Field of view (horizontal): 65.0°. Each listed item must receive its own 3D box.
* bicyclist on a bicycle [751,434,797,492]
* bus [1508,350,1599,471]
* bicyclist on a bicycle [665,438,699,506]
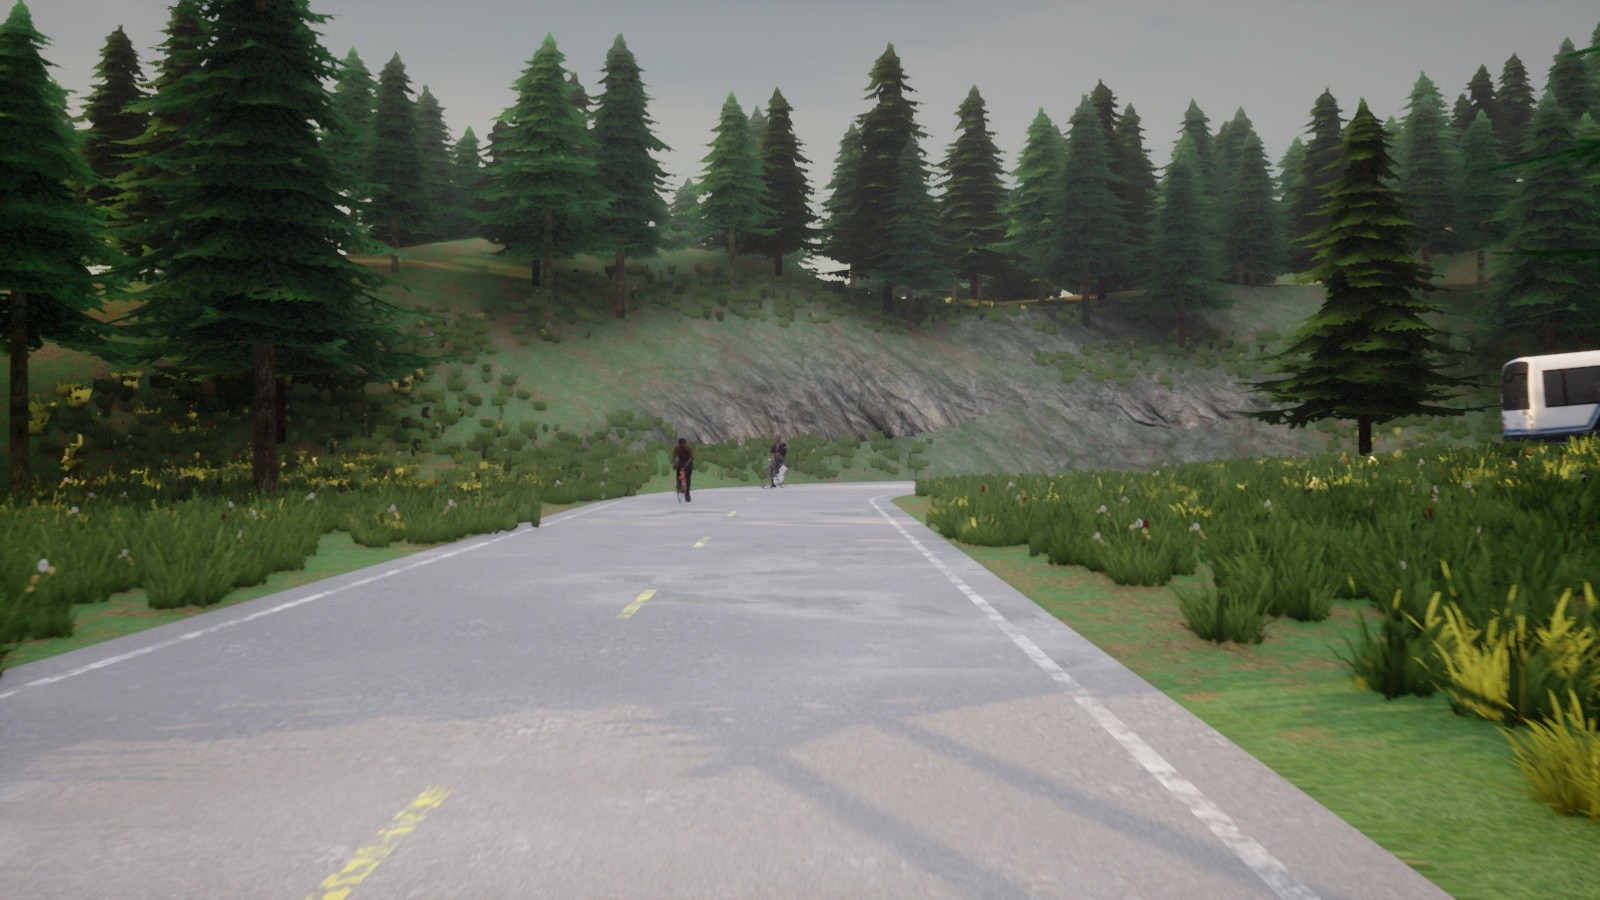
[{"bbox_3d":[-0.814,0.392,39.826,0.659,1.776,1.843,1,1,28],"label":"bicyclist on a bicycle"},{"bbox_3d":[32.921,-1.809,46.899,10.273,4.253,3.944,-5,0,10],"label":"bus"},{"bbox_3d":[-2.886,0.523,30.842,0.582,1.620,1.656,0,1,3],"label":"bicyclist on a bicycle"}]
